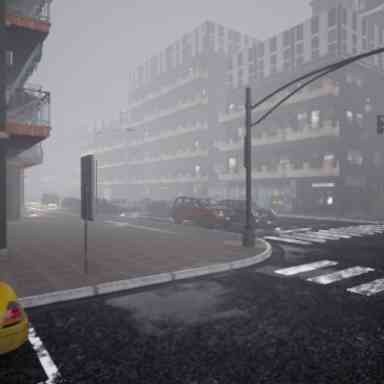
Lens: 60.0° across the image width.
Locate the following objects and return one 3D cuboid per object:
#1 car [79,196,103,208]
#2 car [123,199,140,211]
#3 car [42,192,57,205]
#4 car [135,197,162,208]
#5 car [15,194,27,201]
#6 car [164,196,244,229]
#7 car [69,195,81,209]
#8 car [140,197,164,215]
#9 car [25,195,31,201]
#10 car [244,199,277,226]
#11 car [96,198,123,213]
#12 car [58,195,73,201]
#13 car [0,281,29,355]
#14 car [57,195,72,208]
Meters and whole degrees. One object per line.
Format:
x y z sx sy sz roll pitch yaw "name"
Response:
-13.963 1.326 45.824 1.812 1.442 4.674 0 0 -36 "car"
-7.967 1.427 37.469 1.895 1.301 4.718 0 0 -36 "car"
-22.651 1.104 53.332 2.192 1.841 5.009 0 0 -36 "car"
-5.898 1.369 44.482 1.802 1.307 4.206 0 0 -36 "car"
-39.258 1.212 76.275 1.967 1.590 4.097 0 0 -36 "car"
0.599 1.206 21.211 2.192 1.841 5.009 0 0 -36 "car"
-12.687 1.393 39.567 1.947 1.339 4.313 0 0 -36 "car"
-2.217 1.400 29.508 2.033 1.411 5.357 0 0 -36 "car"
-35.936 1.355 71.688 1.802 1.307 4.206 0 0 -36 "car"
3.354 1.234 21.739 2.097 1.767 4.553 0 0 -34 "car"
-9.365 1.387 34.978 1.887 1.381 4.507 0 0 -36 "car"
-29.146 1.284 76.600 2.008 1.369 4.403 0 0 -36 "car"
-4.405 1.533 3.420 4.829 1.417 1.752 0 0 -35 "car"
-16.009 1.379 44.157 1.947 1.339 4.313 0 0 -36 "car"
